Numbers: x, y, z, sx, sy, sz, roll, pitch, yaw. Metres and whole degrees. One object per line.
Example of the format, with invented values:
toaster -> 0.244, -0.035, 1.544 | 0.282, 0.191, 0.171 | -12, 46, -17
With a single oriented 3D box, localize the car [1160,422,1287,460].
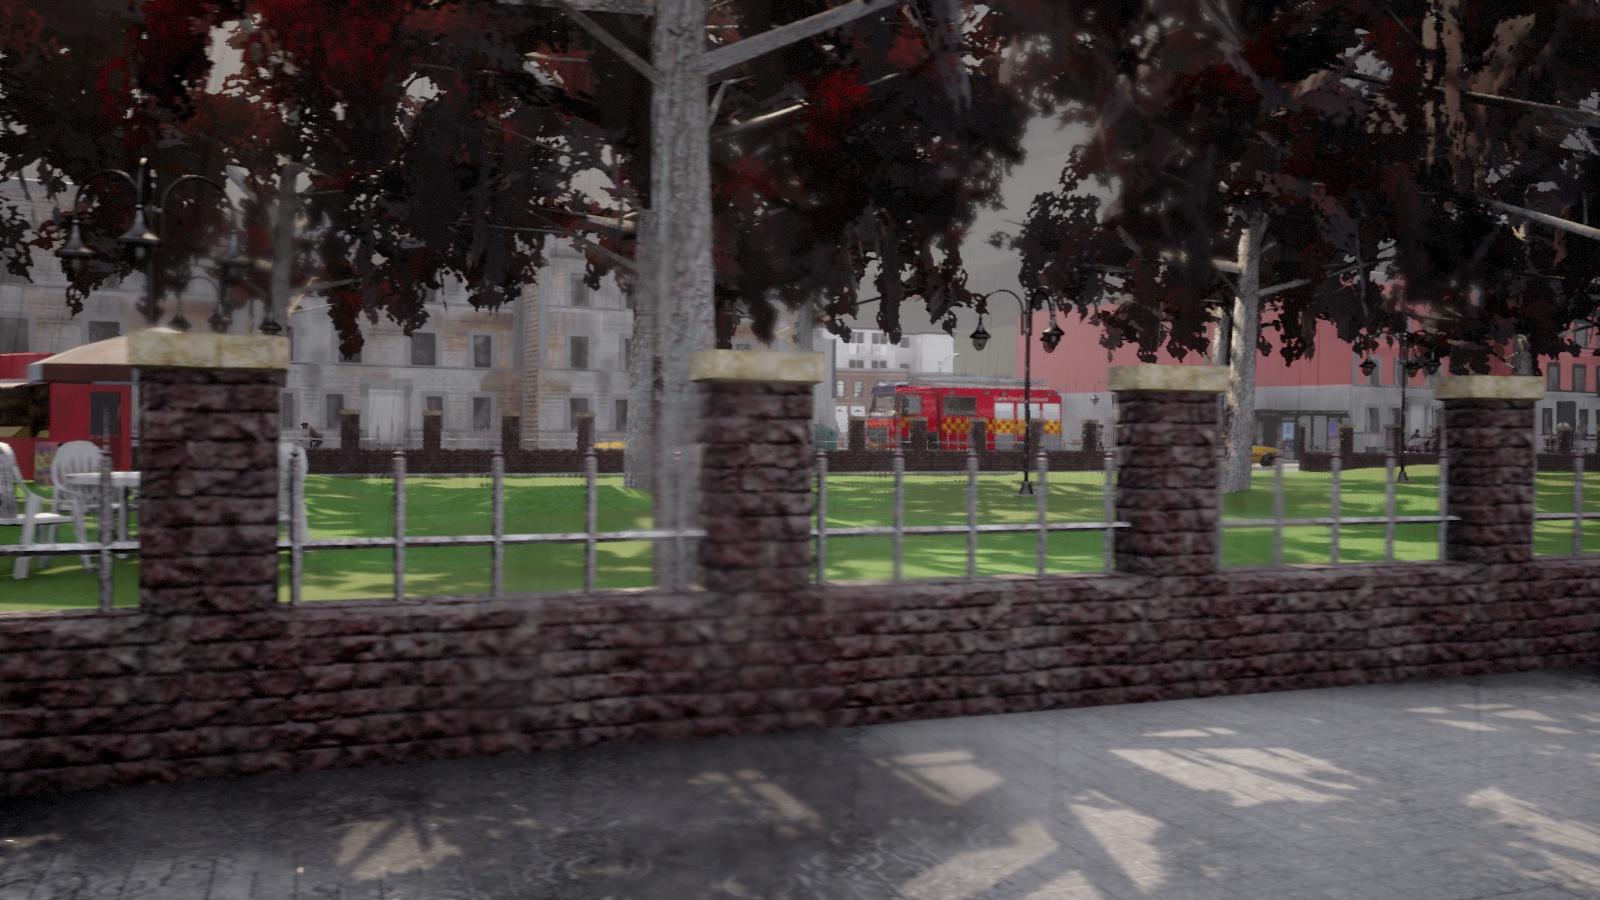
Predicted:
car -> 18.545, -0.421, 54.968 | 5.366, 1.575, 1.801 | -1, 1, -21

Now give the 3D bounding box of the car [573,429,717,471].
car -> -6.138, -0.029, 49.865 | 5.366, 1.575, 1.801 | -1, 1, -21

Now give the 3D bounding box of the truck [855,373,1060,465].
truck -> 6.881, -1.377, 54.807 | 8.468, 3.827, 2.891 | -1, 1, -21

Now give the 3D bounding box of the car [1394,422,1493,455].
car -> 30.472, -0.570, 59.493 | 4.193, 1.474, 1.816 | -1, 1, -21
